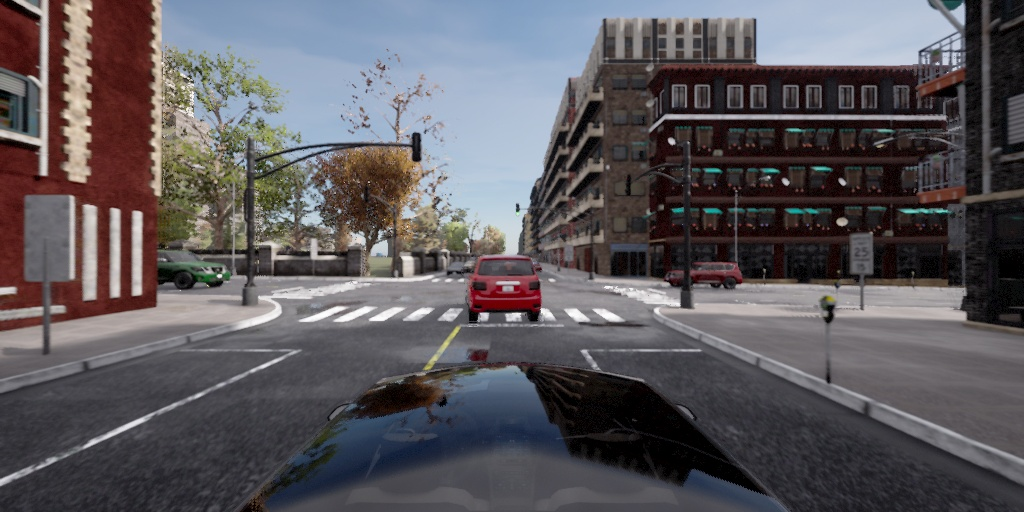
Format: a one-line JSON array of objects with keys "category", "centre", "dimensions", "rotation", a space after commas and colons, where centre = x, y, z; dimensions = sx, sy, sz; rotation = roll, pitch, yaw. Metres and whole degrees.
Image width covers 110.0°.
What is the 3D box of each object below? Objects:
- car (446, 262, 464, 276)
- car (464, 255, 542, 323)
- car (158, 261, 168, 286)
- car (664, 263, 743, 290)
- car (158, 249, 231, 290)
[{"category": "car", "centre": [-5.690, 1.346, 37.583], "dimensions": [1.948, 1.339, 4.313], "rotation": [0, 0, 0]}, {"category": "car", "centre": [-0.478, 0.979, 12.462], "dimensions": [2.150, 2.045, 5.566], "rotation": [0, 0, -8]}, {"category": "car", "centre": [-18.962, 1.013, 16.552], "dimensions": [4.207, 1.307, 1.802], "rotation": [0, 0, -1]}, {"category": "car", "centre": [13.449, 1.364, 25.241], "dimensions": [5.009, 1.841, 2.192], "rotation": [0, 0, -1]}, {"category": "car", "centre": [-18.352, 0.675, 19.180], "dimensions": [5.566, 2.045, 2.150], "rotation": [1, 0, 1]}]
